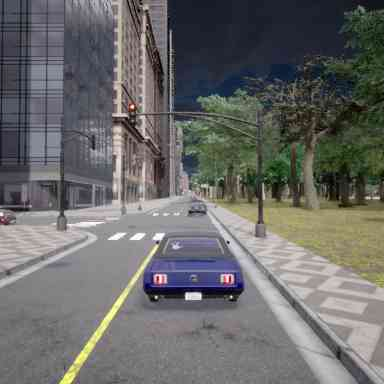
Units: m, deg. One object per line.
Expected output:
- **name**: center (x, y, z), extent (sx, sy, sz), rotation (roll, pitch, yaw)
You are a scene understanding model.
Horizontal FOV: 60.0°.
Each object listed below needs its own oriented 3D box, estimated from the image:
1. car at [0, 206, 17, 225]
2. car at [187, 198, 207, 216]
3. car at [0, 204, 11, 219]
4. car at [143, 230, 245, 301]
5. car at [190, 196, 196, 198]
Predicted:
- **car**: center (-13.491, 1.371, 21.284), extent (4.097, 1.590, 1.967), rotation (0, -2, -1)
- **car**: center (0.505, 1.604, 33.920), extent (2.033, 1.411, 5.357), rotation (0, 0, 3)
- **car**: center (-18.935, 1.726, 29.808), extent (4.313, 1.339, 1.947), rotation (0, -1, 0)
- **car**: center (0.023, 1.607, 8.262), extent (1.895, 1.301, 4.718), rotation (0, 0, 0)
- **car**: center (0.207, 1.801, 81.884), extent (2.033, 1.411, 5.357), rotation (0, 0, 0)
